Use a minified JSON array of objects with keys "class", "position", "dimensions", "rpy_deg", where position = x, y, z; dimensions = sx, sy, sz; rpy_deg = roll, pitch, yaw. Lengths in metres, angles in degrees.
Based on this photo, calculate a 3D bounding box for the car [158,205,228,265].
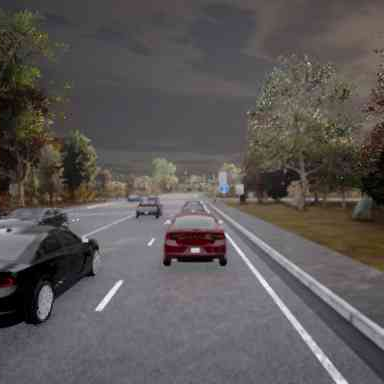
[{"class":"car","position":[0.093,1.414,11.483],"dimensions":[1.882,1.535,5.008],"rpy_deg":[0,0,0]}]

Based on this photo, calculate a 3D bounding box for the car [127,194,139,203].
[{"class":"car","position":[-10.563,1.143,60.697],"dimensions":[1.882,1.535,5.008],"rpy_deg":[0,0,1]}]

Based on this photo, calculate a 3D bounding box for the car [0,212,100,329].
[{"class":"car","position":[-3.407,1.438,7.032],"dimensions":[1.882,1.535,5.008],"rpy_deg":[0,0,0]}]

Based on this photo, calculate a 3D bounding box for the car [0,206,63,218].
[{"class":"car","position":[-7.108,1.410,14.896],"dimensions":[2.128,1.511,4.902],"rpy_deg":[0,0,0]}]

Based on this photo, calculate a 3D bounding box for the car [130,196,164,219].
[{"class":"car","position":[-3.415,1.341,27.396],"dimensions":[2.128,1.511,4.902],"rpy_deg":[0,0,0]}]

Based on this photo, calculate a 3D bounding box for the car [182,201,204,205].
[{"class":"car","position":[0.085,1.410,27.948],"dimensions":[1.994,1.385,4.181],"rpy_deg":[0,0,0]}]
